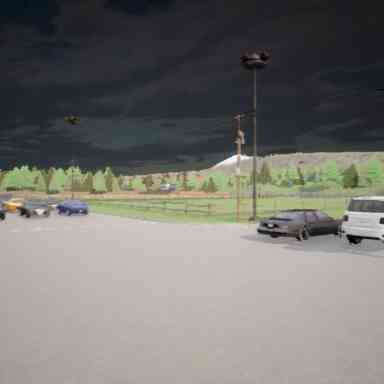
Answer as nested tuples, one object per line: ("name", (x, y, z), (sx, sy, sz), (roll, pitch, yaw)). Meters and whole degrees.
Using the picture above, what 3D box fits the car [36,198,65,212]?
("car", (-17.098, 1.487, 40.011), (2.128, 1.511, 4.902), (0, 0, -36))

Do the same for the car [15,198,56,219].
("car", (-14.134, 1.489, 29.865), (2.128, 1.511, 4.902), (0, 0, -36))

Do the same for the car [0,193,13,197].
("car", (-25.799, 1.220, 46.146), (2.150, 2.045, 5.566), (0, 0, -36))

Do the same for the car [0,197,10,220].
("car", (-16.443, 1.477, 27.079), (1.882, 1.535, 5.008), (0, 0, -36))

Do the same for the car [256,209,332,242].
("car", (5.557, 1.538, 16.309), (5.357, 1.411, 2.033), (0, 0, -36))

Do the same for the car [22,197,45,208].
("car", (-23.225, 1.543, 48.560), (2.033, 1.411, 5.357), (0, 0, -36))

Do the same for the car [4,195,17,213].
("car", (-19.560, 1.475, 37.402), (1.882, 1.535, 5.008), (0, 0, -36))

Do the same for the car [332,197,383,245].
("car", (8.681, 1.211, 14.239), (5.566, 2.045, 2.150), (0, 0, -36))

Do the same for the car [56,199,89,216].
("car", (-11.565, 1.473, 32.293), (1.882, 1.535, 5.008), (0, 0, -36))
